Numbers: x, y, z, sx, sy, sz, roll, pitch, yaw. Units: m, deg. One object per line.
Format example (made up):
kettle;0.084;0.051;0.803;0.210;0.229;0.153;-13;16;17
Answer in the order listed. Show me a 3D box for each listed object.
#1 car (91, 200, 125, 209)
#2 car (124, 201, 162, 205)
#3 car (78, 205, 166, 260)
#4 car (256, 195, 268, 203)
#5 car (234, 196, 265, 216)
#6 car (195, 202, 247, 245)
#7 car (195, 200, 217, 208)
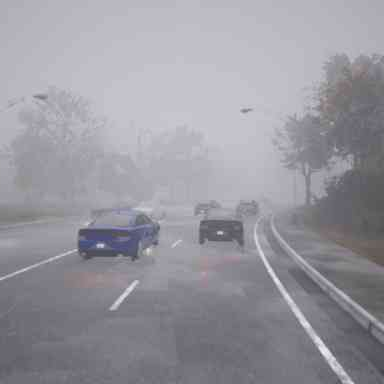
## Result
car;-6.826;1.432;28.512;1.882;1.535;5.008;0;0;15
car;-3.519;1.497;27.307;1.812;1.442;4.674;0;0;14
car;-2.483;1.464;12.485;1.882;1.535;5.008;0;0;6
car;13.259;1.380;65.137;2.097;1.767;4.553;1;0;34
car;5.742;1.507;33.497;2.128;1.511;4.902;0;0;18
car;1.501;1.479;15.784;1.882;1.535;5.008;0;0;9
car;1.629;1.499;32.063;1.837;1.490;4.892;0;0;16
